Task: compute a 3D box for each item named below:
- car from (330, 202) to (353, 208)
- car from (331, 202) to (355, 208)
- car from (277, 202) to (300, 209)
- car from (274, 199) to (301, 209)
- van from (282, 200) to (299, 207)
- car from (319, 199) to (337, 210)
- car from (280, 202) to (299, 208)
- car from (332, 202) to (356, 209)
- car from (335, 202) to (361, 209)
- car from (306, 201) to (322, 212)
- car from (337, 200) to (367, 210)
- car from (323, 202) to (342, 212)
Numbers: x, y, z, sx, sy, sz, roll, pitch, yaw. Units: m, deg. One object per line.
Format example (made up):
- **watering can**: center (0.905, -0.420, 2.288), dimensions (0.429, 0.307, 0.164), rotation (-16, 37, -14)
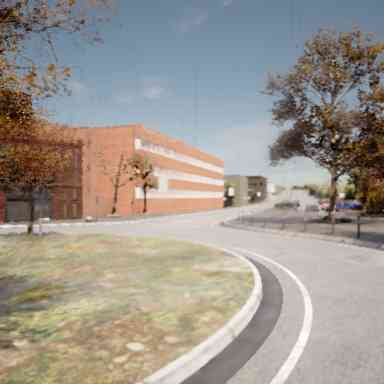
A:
- **car**: center (37.896, 3.230, 84.466), dimensions (5.008, 1.535, 2.097), rotation (0, -1, 18)
- **car**: center (37.035, 3.175, 81.778), dimensions (5.008, 1.535, 2.097), rotation (0, -1, 18)
- **car**: center (22.455, 3.092, 77.466), dimensions (5.008, 1.535, 2.097), rotation (0, -1, 18)
- **car**: center (20.708, 2.723, 72.097), dimensions (5.566, 2.045, 2.435), rotation (0, -1, 18)
- **van**: center (26.882, 3.146, 90.885), dimensions (4.442, 1.987, 1.878), rotation (0, -1, 18)
- **car**: center (26.415, 2.653, 64.692), dimensions (2.097, 1.767, 4.553), rotation (0, -1, 18)
- **car**: center (25.049, 3.302, 85.533), dimensions (4.674, 1.452, 2.002), rotation (0, -1, 18)
- **car**: center (36.174, 3.120, 79.089), dimensions (4.892, 1.521, 2.231), rotation (0, -1, 18)
- **car**: center (34.465, 3.006, 73.708), dimensions (4.892, 1.521, 2.231), rotation (0, -1, 18)
- **car**: center (20.275, 2.685, 56.163), dimensions (1.994, 1.385, 4.181), rotation (0, -2, 17)
- **car**: center (31.812, 2.695, 65.658), dimensions (4.553, 1.767, 2.185), rotation (0, -1, 18)
- **car**: center (23.808, 2.730, 56.489), dimensions (1.895, 1.301, 4.718), rotation (0, -1, 18)
